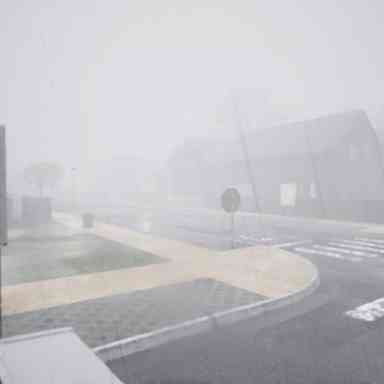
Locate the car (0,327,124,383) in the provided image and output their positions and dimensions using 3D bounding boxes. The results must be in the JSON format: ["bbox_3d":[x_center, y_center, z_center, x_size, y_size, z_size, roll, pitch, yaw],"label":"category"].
[{"bbox_3d":[-2.580,1.602,1.403,4.718,1.301,1.895,0,0,-37],"label":"car"}]
